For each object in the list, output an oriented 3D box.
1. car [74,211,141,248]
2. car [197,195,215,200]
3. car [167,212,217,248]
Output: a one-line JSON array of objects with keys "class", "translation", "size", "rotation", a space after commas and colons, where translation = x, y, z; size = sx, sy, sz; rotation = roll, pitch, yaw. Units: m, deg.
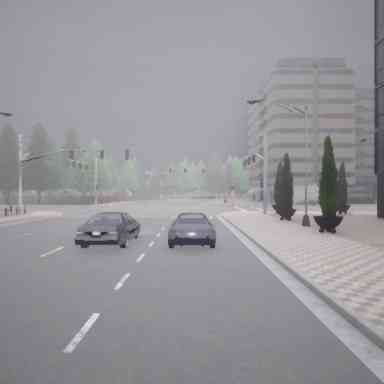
[{"class": "car", "translation": [-3.500, 1.562, 14.650], "size": [2.033, 1.411, 5.357], "rotation": [0, 0, 0]}, {"class": "car", "translation": [4.600, 1.476, 94.102], "size": [1.882, 1.535, 5.008], "rotation": [0, 0, 42]}, {"class": "car", "translation": [0.000, 1.571, 14.650], "size": [1.994, 1.385, 4.181], "rotation": [0, 0, 0]}]
